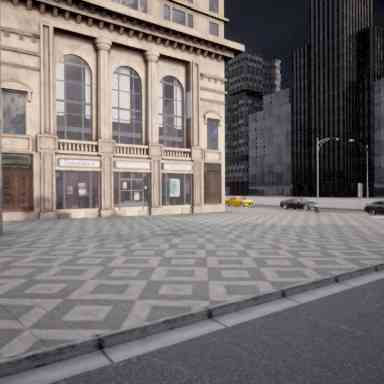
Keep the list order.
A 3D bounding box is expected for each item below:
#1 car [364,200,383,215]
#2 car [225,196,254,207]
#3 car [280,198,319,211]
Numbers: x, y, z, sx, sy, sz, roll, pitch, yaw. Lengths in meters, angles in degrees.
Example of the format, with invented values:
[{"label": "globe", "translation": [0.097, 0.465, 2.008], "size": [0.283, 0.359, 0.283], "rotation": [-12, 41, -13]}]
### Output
[{"label": "car", "translation": [18.091, 1.473, 30.158], "size": [1.812, 1.442, 4.674], "rotation": [-1, 1, -34]}, {"label": "car", "translation": [6.629, 1.368, 47.046], "size": [1.882, 1.535, 5.008], "rotation": [-1, 1, -34]}, {"label": "car", "translation": [12.414, 1.411, 38.500], "size": [2.128, 1.511, 4.902], "rotation": [-1, 1, -34]}]
